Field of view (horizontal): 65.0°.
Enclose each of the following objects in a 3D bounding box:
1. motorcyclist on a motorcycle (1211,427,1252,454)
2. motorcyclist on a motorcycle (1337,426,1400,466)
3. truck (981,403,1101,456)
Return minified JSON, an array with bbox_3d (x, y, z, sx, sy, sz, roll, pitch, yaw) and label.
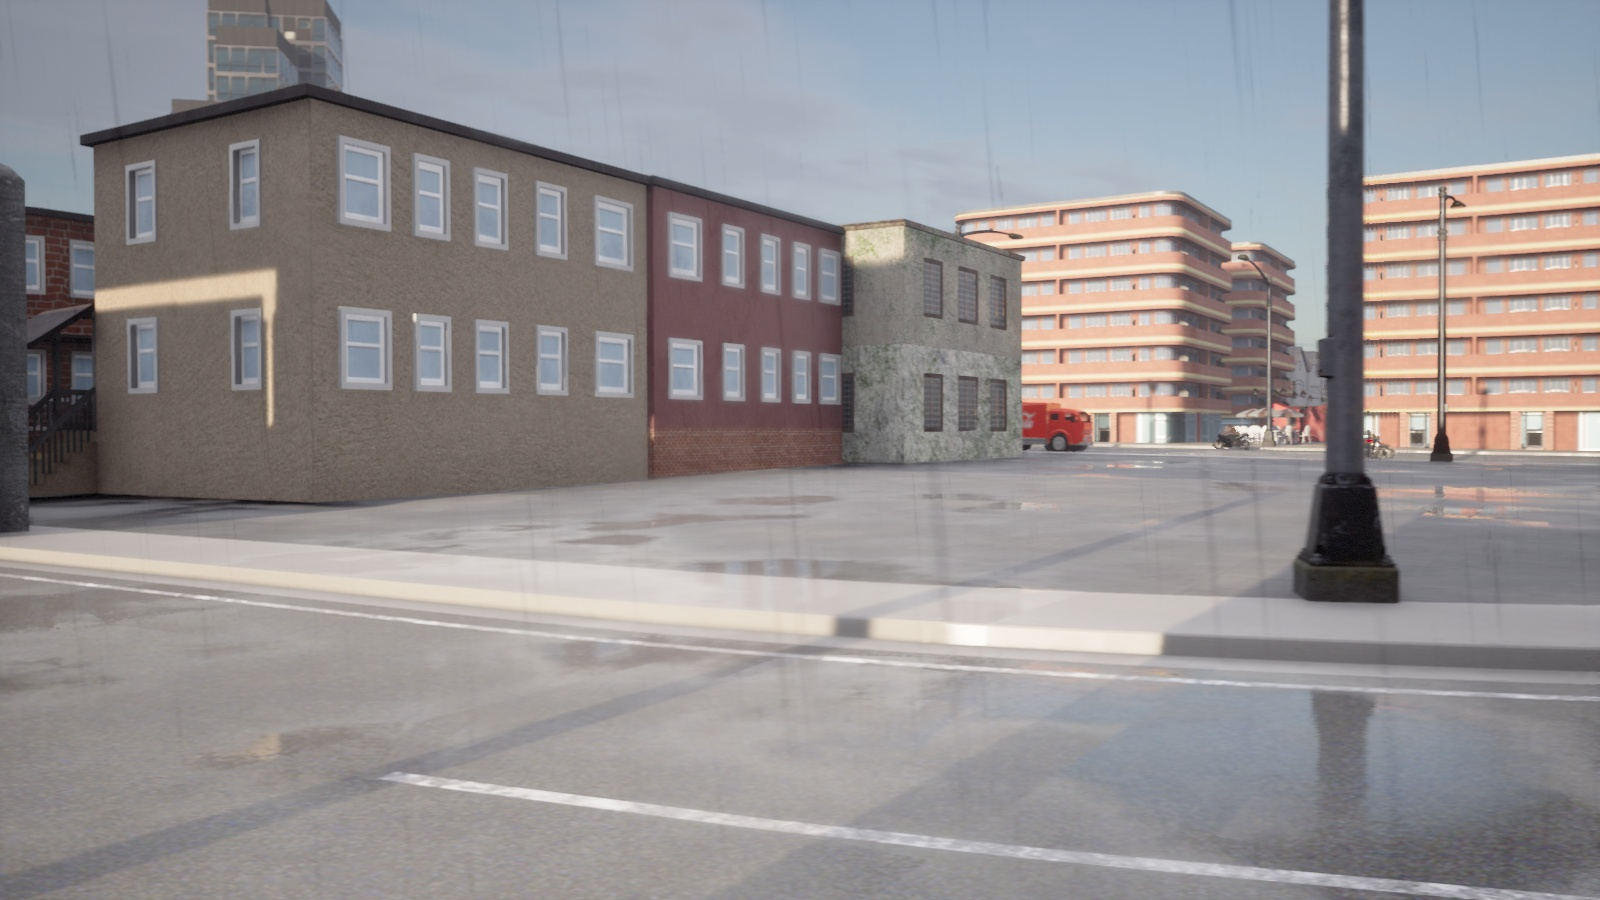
[{"bbox_3d":[24.472,-0.544,71.176,2.044,1.523,0.797,2,2,32],"label":"motorcyclist on a motorcycle"},{"bbox_3d":[24.702,-0.172,54.566,2.350,1.649,0.766,2,2,32],"label":"motorcyclist on a motorcycle"},{"bbox_3d":[11.977,-1.041,62.442,5.204,2.467,2.627,2,2,32],"label":"truck"}]
